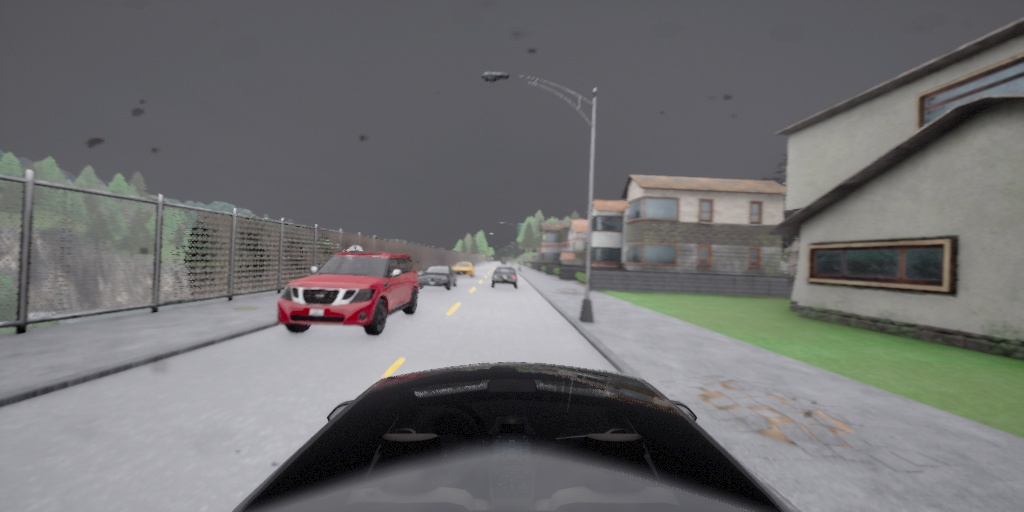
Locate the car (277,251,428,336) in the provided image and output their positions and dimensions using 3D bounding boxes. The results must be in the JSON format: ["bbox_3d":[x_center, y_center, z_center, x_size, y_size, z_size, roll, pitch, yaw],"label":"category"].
[{"bbox_3d":[-4.256,0.885,10.484,2.150,2.045,5.566,2,-1,-1],"label":"car"}]

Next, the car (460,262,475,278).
[{"bbox_3d":[-4.833,1.360,36.703,1.882,1.535,5.008,2,-1,-1],"label":"car"}]

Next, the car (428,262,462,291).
[{"bbox_3d":[-4.545,1.289,22.572,1.812,1.442,4.674,2,-1,-1],"label":"car"}]

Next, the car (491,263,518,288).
[{"bbox_3d":[-0.548,1.505,26.501,2.033,1.411,5.357,2,-1,-1],"label":"car"}]
